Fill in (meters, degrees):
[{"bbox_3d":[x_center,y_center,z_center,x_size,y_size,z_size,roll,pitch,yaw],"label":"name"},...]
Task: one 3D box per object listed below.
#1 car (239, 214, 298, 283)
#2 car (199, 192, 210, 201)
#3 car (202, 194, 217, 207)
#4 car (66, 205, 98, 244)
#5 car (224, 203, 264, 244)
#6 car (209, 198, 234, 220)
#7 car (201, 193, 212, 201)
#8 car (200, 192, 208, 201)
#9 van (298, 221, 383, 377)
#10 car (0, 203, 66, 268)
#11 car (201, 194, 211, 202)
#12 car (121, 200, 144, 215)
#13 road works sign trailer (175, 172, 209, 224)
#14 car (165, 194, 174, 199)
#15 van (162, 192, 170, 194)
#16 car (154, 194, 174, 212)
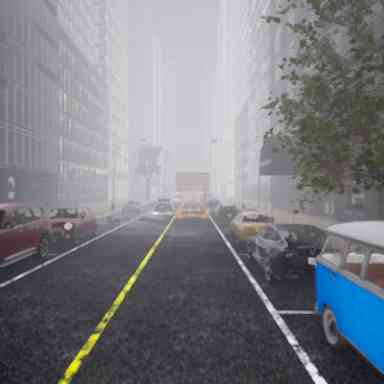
[{"bbox_3d":[2.695,1.521,9.324,1.947,1.339,4.313,0,0,0],"label":"car"},{"bbox_3d":[2.758,0.945,72.001,2.192,1.841,5.009,0,0,0],"label":"car"},{"bbox_3d":[2.730,1.351,43.511,1.947,1.339,4.313,0,0,0],"label":"car"},{"bbox_3d":[-5.681,1.367,15.036,1.967,1.590,4.097,0,0,0],"label":"car"},{"bbox_3d":[2.701,1.452,15.192,1.752,1.417,4.829,0,0,0],"label":"car"},{"bbox_3d":[2.712,1.422,26.417,2.008,1.369,4.403,0,0,0],"label":"car"},{"bbox_3d":[2.736,1.300,49.209,1.887,1.381,4.507,0,0,0],"label":"car"},{"bbox_3d":[2.746,1.009,60.604,2.192,1.841,5.009,0,0,0],"label":"car"},{"bbox_3d":[2.688,1.323,3.625,1.690,1.788,3.998,0,0,0],"label":"van"},{"bbox_3d":[-5.687,1.270,9.337,2.192,1.841,5.009,0,0,0],"label":"car"},{"bbox_3d":[2.753,1.207,66.303,1.887,1.381,4.507,0,0,0],"label":"car"},{"bbox_3d":[-5.662,1.425,32.130,1.802,1.307,4.206,0,0,0],"label":"car"},{"bbox_3d":[0.023,0.349,23.701,2.380,3.560,2.880,0,0,0],"label":"road works sign trailer"},{"bbox_3d":[-5.610,1.115,83.409,2.008,1.369,4.403,0,0,0],"label":"car"},{"bbox_3d":[-5.623,0.971,72.014,1.690,1.788,3.998,0,0,0],"label":"van"},{"bbox_3d":[-3.058,1.324,36.801,1.837,1.490,4.892,0,0,0],"label":"car"}]
